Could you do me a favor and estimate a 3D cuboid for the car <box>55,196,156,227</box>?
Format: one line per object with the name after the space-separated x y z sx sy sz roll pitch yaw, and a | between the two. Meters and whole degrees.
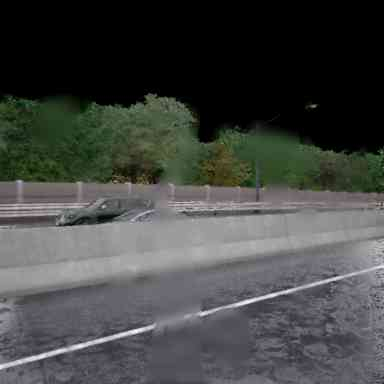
-4.395 1.240 18.061 5.566 2.045 2.150 0 0 -36 | car

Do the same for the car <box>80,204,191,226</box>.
-2.221 1.511 15.311 4.902 1.511 2.128 0 0 -36 | car

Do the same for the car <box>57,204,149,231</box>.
-5.649 1.570 21.465 5.357 1.411 2.033 0 0 -36 | car
